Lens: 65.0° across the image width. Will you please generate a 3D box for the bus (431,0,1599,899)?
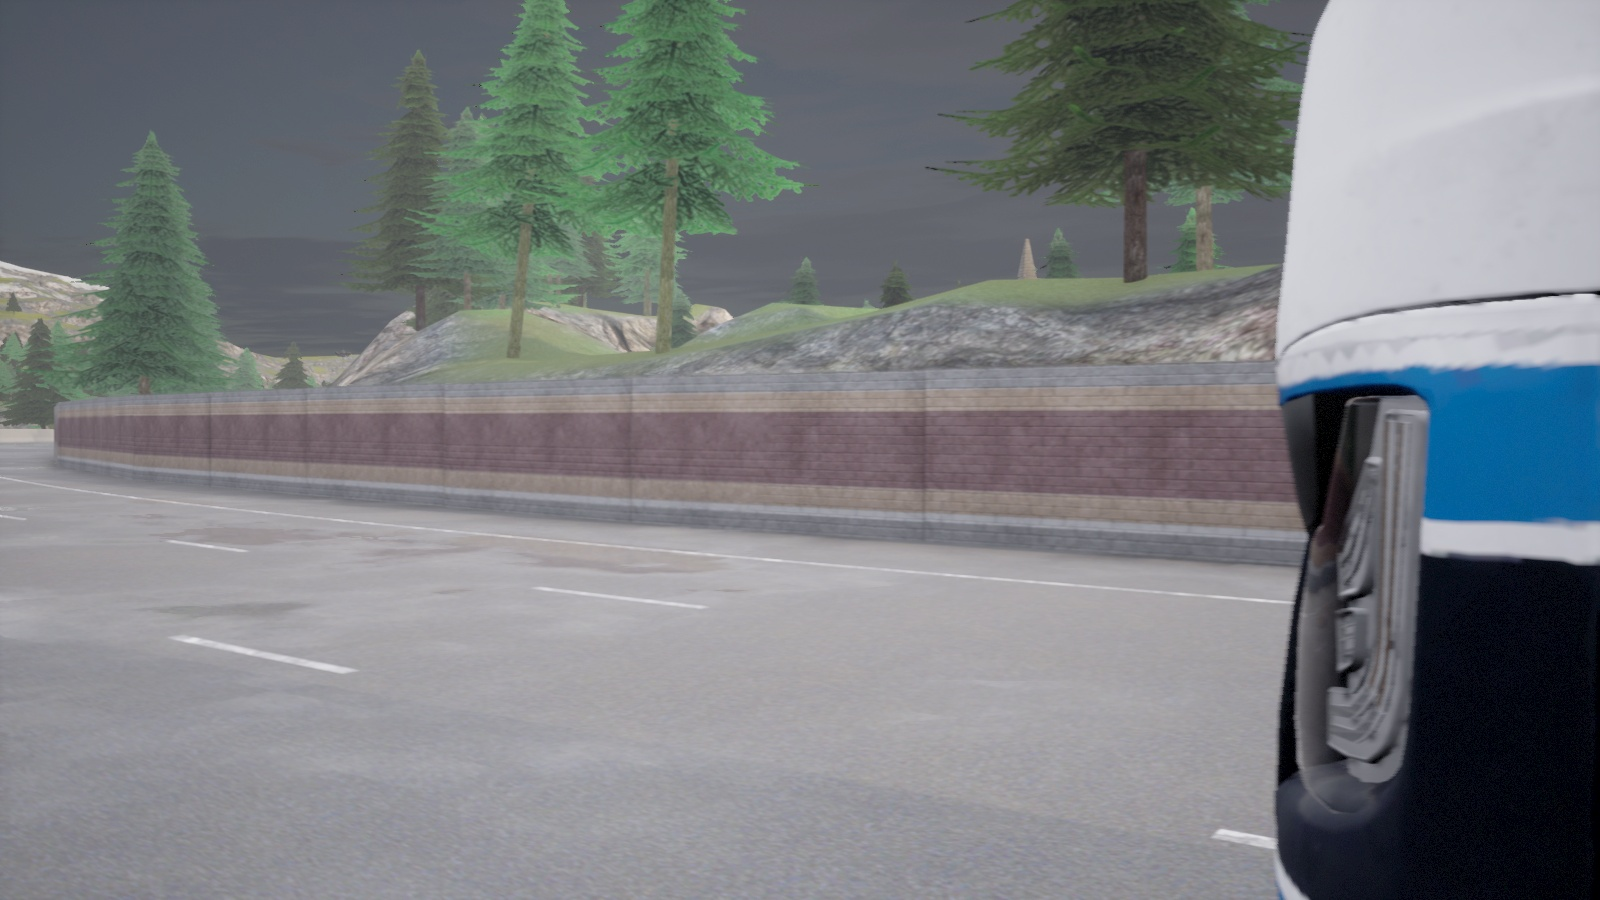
[{"bbox_3d":[4.930,-0.694,0.322,10.273,4.253,3.944,0,1,33],"label":"bus"}]
